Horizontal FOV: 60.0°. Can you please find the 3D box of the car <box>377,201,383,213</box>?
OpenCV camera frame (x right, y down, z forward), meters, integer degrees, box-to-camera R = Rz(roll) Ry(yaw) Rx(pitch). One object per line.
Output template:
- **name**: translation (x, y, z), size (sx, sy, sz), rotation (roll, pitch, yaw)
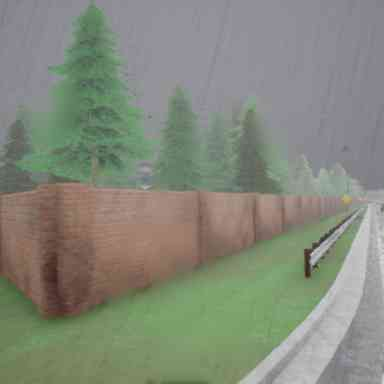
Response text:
- **car**: translation (32.302, 2.594, 55.069), size (2.128, 1.511, 4.902), rotation (-2, -2, 28)
